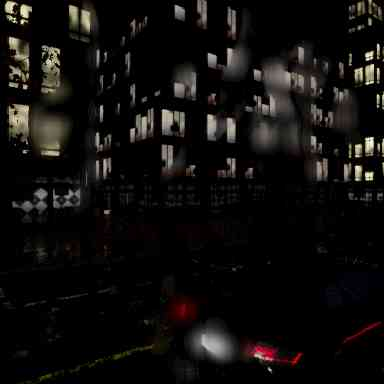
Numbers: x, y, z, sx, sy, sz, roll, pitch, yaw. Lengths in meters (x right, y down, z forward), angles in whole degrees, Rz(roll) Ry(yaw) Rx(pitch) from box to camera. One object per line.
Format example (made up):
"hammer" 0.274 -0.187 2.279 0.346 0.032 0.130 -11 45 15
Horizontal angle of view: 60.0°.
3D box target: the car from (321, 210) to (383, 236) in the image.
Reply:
"car" 8.140 1.563 16.226 4.313 1.339 1.947 0 0 -36

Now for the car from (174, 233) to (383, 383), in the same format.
"car" 1.839 1.565 4.629 4.181 1.385 1.994 0 0 -35
